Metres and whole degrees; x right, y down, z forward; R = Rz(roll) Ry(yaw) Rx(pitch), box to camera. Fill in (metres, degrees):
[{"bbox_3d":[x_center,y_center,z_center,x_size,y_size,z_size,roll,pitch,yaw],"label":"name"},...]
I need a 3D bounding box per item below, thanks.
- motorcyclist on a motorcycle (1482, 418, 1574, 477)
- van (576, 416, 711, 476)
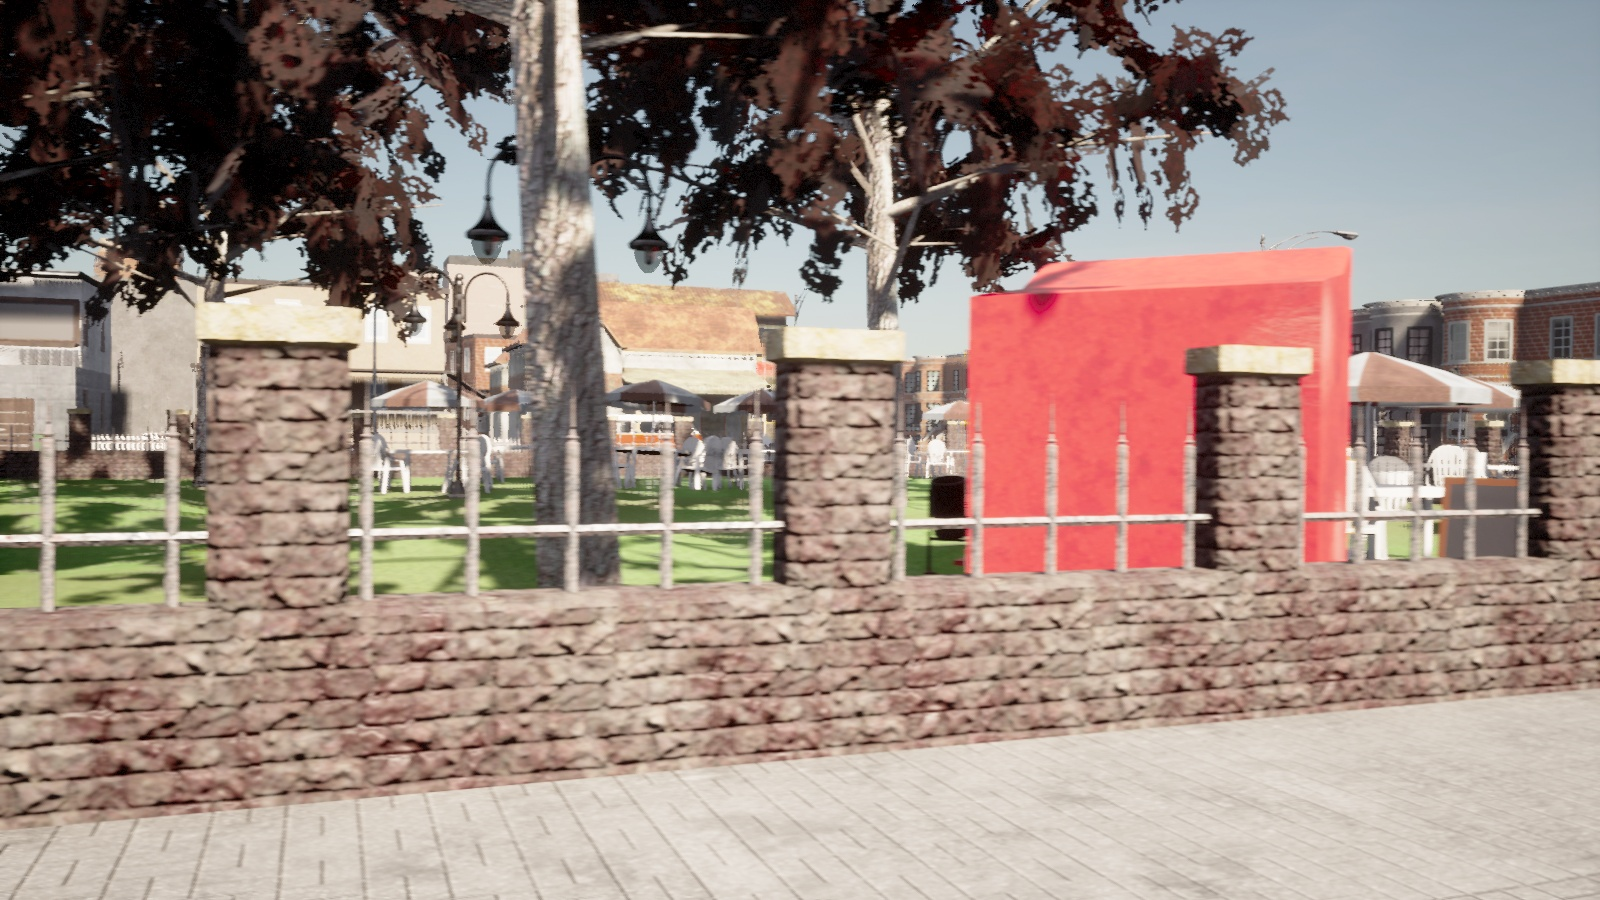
[{"bbox_3d":[21.156,-0.075,36.559,0.766,1.649,2.350,-1,1,-21],"label":"motorcyclist on a motorcycle"},{"bbox_3d":[-5.705,-0.157,45.703,4.480,2.038,2.069,-1,1,-21],"label":"van"}]
